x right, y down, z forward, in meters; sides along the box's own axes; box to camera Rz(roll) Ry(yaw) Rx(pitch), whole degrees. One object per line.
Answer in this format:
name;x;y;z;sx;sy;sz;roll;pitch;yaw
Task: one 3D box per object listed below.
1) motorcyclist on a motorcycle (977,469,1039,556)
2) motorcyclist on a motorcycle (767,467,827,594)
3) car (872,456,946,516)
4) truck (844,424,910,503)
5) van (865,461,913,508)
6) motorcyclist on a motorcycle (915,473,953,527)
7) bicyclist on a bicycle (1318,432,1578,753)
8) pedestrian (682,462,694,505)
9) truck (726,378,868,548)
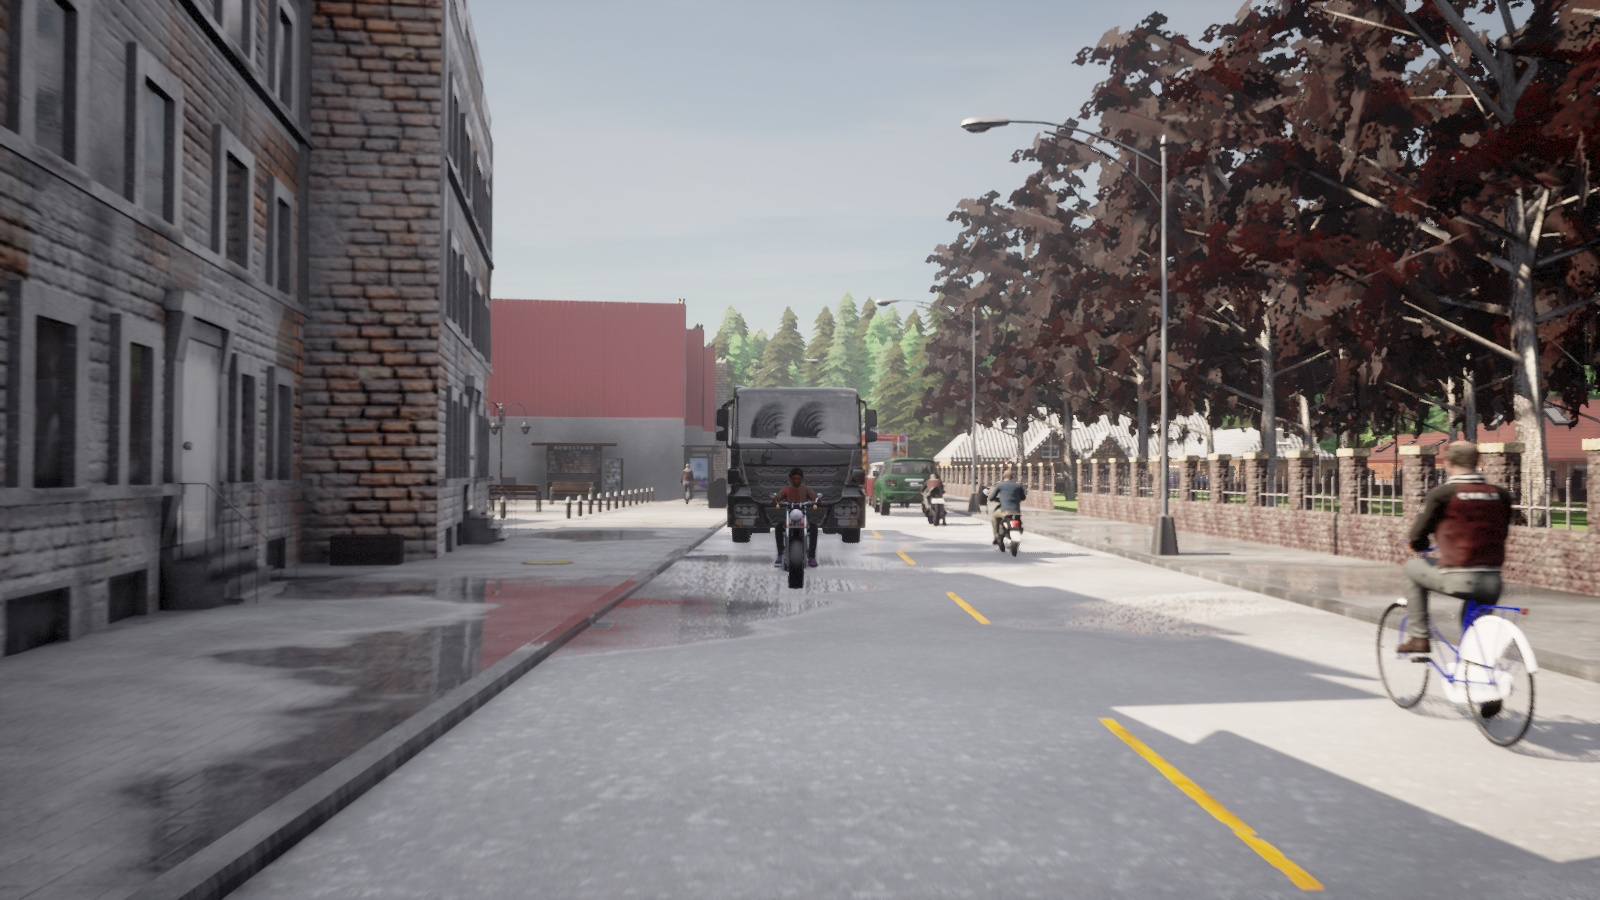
motorcyclist on a motorcycle;3.941;1.152;23.893;0.866;1.590;1.817;0;-1;0
motorcyclist on a motorcycle;-0.043;1.057;17.421;0.766;1.649;2.350;0;-1;0
car;3.905;1.285;45.806;2.150;2.045;5.566;0;-1;-1
truck;3.878;0.723;65.022;2.891;3.827;8.468;0;-1;0
van;3.891;1.479;55.377;1.775;1.987;4.442;0;-1;0
motorcyclist on a motorcycle;3.913;1.450;36.783;0.866;1.530;2.191;0;-1;0
bicyclist on a bicycle;3.981;0.802;7.897;0.659;1.776;1.843;0;-1;0
pedestrian;-4.846;1.447;54.343;0.376;1.854;0.720;0;-1;6
truck;-0.076;0.328;29.569;2.891;3.462;7.936;0;-1;0
